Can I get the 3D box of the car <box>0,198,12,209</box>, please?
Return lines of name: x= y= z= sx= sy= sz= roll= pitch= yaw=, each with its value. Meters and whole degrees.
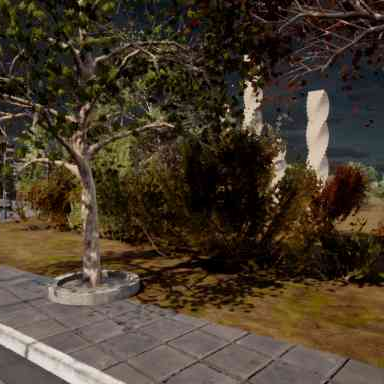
car: x=-20.975 y=1.315 z=36.911 sx=2.033 sy=1.411 sz=5.357 roll=1 pitch=1 yaw=-29
